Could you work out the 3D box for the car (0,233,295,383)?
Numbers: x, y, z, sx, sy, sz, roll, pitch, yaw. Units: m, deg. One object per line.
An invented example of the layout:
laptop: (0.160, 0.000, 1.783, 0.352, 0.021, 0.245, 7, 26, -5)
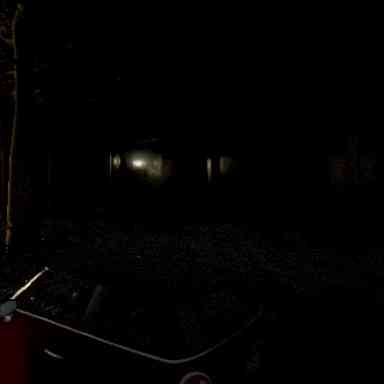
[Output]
car: (-1.074, 1.438, 3.847, 4.097, 1.590, 1.967, 0, 0, 36)
